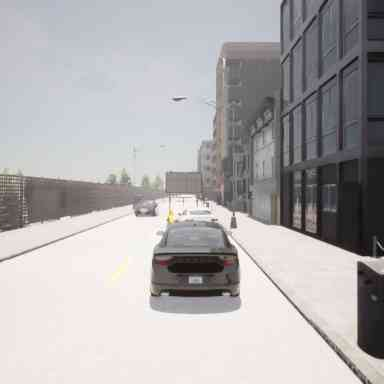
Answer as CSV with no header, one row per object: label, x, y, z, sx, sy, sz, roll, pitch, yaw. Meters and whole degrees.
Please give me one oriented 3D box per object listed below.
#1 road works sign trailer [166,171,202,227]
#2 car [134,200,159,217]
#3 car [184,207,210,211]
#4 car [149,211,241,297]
road works sign trailer,-0.571,0.464,21.489,2.380,3.560,2.880,0,0,-16
car,-4.125,1.491,30.794,2.128,1.511,4.902,0,0,0
car,0.268,1.542,17.978,1.812,1.442,4.674,0,-1,-6
car,0.064,1.478,8.624,1.882,1.535,5.008,0,0,0
